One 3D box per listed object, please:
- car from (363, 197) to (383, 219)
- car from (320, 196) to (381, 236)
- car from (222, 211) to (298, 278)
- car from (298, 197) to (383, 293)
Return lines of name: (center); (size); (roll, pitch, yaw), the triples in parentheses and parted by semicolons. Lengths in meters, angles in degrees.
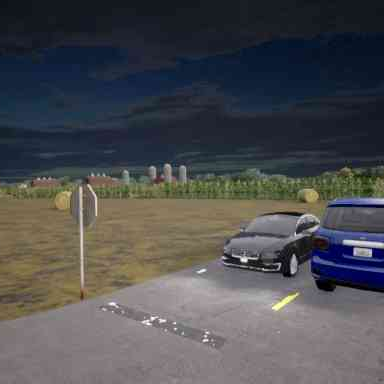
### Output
car: (15.015, 1.191, 26.311); (1.812, 1.442, 4.674); (0, 1, 37)
car: (8.733, 1.134, 18.082); (2.097, 1.767, 4.553); (0, 1, 37)
car: (2.718, 1.398, 10.119); (1.837, 1.490, 4.892); (0, 1, 36)
car: (4.635, 1.130, 8.000); (2.150, 2.045, 5.566); (0, 1, 37)
